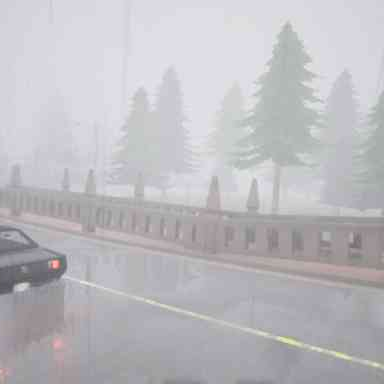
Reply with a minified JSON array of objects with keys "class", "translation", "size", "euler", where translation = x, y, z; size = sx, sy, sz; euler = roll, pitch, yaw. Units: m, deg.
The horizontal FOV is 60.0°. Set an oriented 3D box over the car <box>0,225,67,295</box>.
[{"class":"car","translation":[-5.001,1.413,7.528],"size":[4.718,1.301,1.895],"euler":[3,2,35]}]
